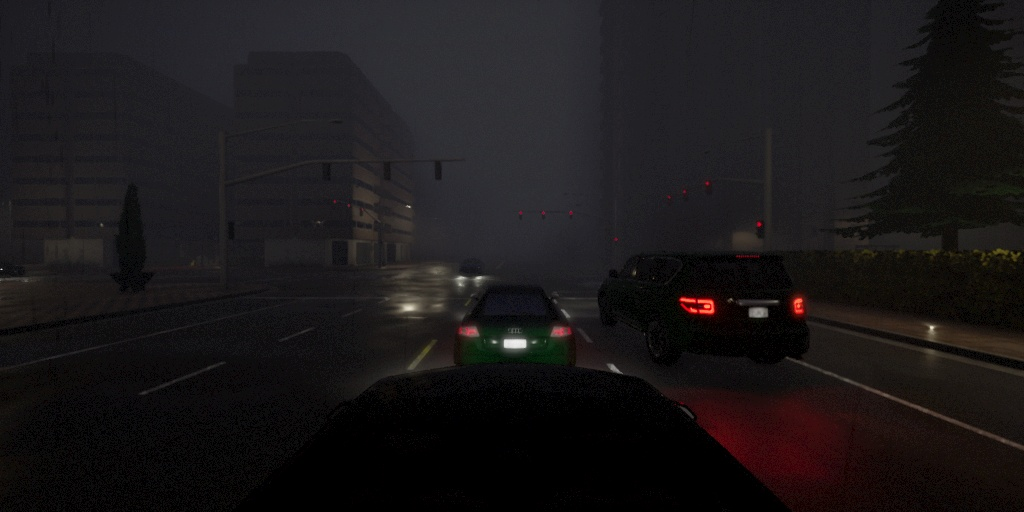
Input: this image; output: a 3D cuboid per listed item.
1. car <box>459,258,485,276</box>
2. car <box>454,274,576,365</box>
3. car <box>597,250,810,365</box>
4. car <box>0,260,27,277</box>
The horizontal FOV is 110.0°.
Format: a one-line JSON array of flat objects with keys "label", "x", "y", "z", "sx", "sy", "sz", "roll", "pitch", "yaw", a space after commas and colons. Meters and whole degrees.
[{"label": "car", "x": -3.504, "y": 0.922, "z": 31.966, "sx": 1.882, "sy": 1.535, "sz": 5.008, "roll": 0, "pitch": 1, "yaw": 0}, {"label": "car", "x": 0.058, "y": 1.247, "z": 7.334, "sx": 1.994, "sy": 1.385, "sz": 4.181, "roll": 0, "pitch": 1, "yaw": 0}, {"label": "car", "x": 3.588, "y": 0.897, "z": 8.010, "sx": 2.150, "sy": 2.045, "sz": 5.566, "roll": 0, "pitch": 1, "yaw": -2}, {"label": "car", "x": -40.824, "y": 0.945, "z": 27.739, "sx": 4.892, "sy": 1.490, "sz": 1.837, "roll": 0, "pitch": 1, "yaw": 1}]
